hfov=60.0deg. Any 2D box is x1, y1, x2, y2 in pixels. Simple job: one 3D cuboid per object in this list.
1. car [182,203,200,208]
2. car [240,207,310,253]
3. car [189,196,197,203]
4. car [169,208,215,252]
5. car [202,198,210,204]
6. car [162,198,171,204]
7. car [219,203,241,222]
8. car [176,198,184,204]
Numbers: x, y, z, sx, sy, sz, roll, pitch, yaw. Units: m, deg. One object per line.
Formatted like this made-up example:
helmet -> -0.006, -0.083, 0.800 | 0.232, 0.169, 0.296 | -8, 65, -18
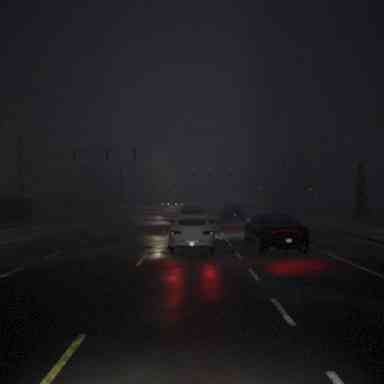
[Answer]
car -> -0.024, 1.870, 29.106 | 1.895, 1.301, 4.718 | 0, 0, -1
car -> 3.504, 1.612, 14.470 | 1.882, 1.535, 5.008 | 0, 0, 0
car -> 0.260, 2.400, 88.978 | 1.895, 1.301, 4.718 | 0, -1, 1
car -> 0.003, 1.660, 14.394 | 1.812, 1.442, 4.674 | 0, 0, 0
car -> 3.759, 2.282, 88.894 | 1.882, 1.535, 5.008 | 0, -1, 1
car -> -6.758, 2.287, 87.891 | 1.882, 1.535, 5.008 | 0, -1, 1
car -> 3.493, 1.751, 29.491 | 1.882, 1.535, 5.008 | 0, 0, 0
car -> -3.259, 2.286, 87.836 | 1.882, 1.535, 5.008 | 0, -1, 1
